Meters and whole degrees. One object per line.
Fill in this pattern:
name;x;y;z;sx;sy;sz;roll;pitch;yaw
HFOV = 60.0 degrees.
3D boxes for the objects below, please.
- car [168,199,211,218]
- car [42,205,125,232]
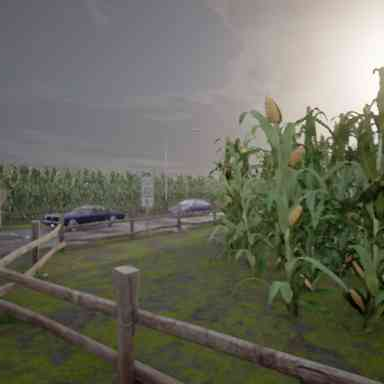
car;-0.103;1.347;28.608;1.812;1.442;4.674;0;1;35
car;-6.329;1.492;19.843;1.895;1.301;4.718;0;1;34
